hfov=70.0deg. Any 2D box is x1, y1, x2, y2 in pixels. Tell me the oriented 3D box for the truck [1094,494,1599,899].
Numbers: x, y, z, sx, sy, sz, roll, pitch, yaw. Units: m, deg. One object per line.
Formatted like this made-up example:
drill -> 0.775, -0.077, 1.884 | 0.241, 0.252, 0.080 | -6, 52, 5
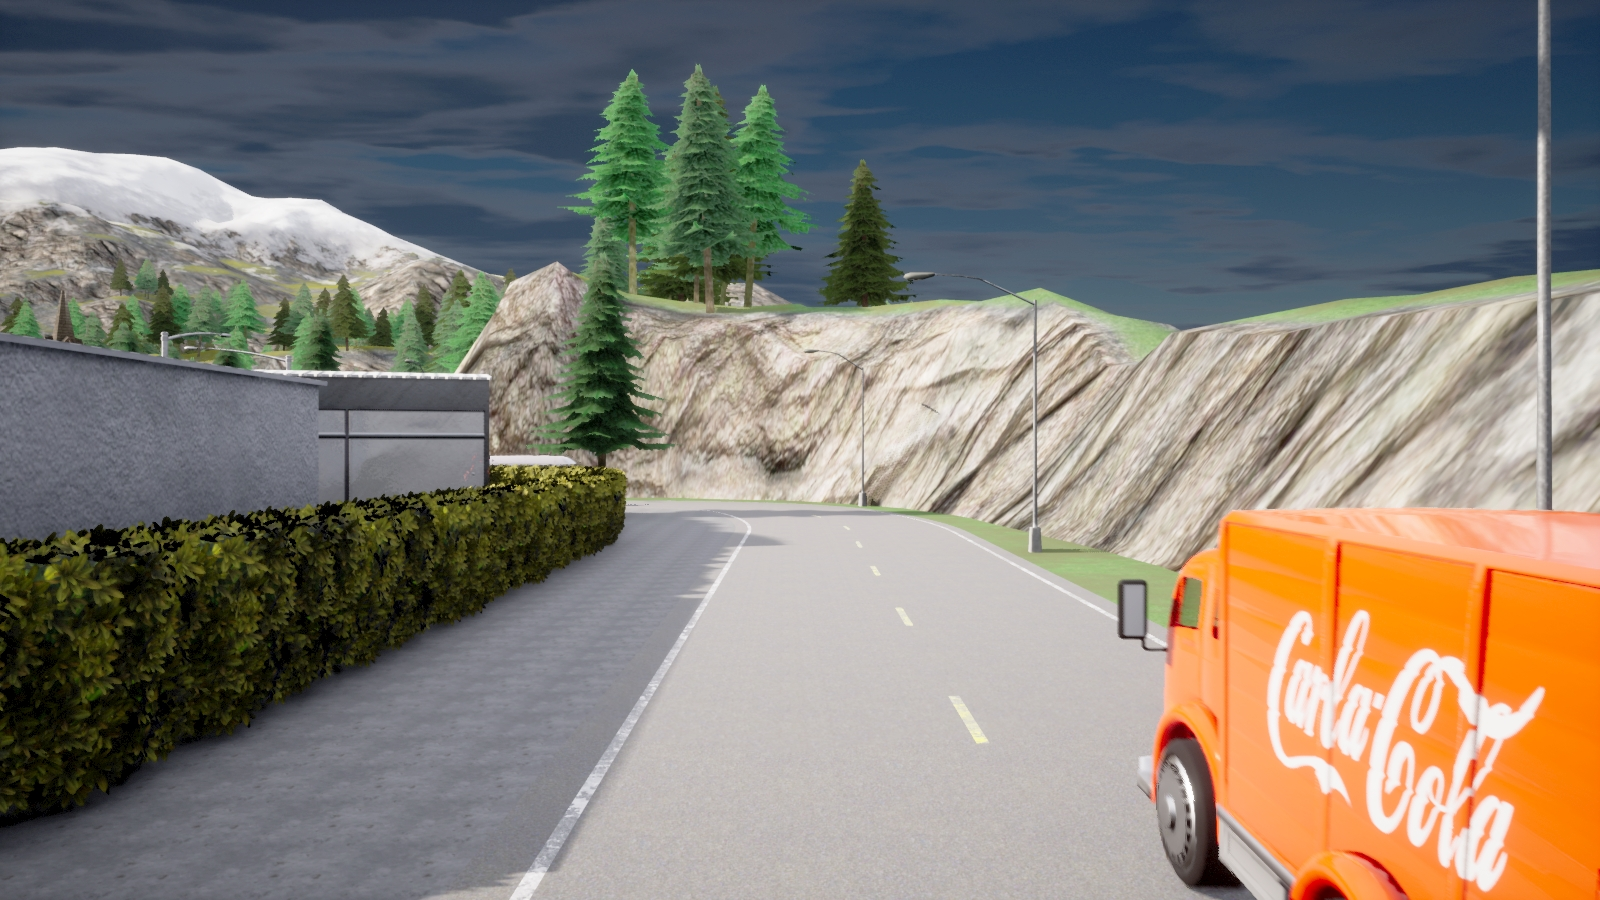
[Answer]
truck -> 3.480, 1.563, 5.905 | 2.627, 2.467, 5.204 | 0, 0, 1
